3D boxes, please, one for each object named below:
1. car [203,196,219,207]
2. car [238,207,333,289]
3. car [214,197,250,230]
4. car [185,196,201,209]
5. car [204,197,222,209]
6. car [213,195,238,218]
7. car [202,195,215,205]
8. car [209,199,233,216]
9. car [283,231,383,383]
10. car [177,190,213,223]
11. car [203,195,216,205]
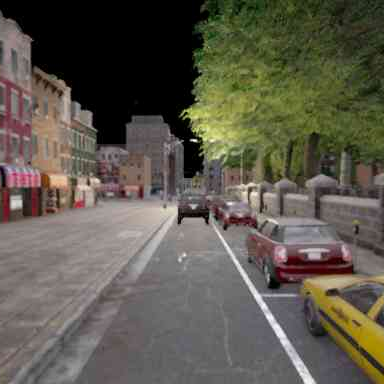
[{"bbox_3d":[2.623,1.308,47.205,2.008,1.369,4.403,-1,0,0],"label":"car"},{"bbox_3d":[2.622,1.379,9.053,1.967,1.590,4.097,-1,0,0],"label":"car"},{"bbox_3d":[2.621,1.314,19.953,1.967,1.590,4.097,-1,0,0],"label":"car"},{"bbox_3d":[0.101,1.278,42.244,1.837,1.490,4.892,0,0,0],"label":"car"},{"bbox_3d":[2.624,1.342,41.754,1.947,1.339,4.313,-1,0,0],"label":"car"},{"bbox_3d":[2.619,1.161,25.403,2.192,1.841,5.009,-1,0,0],"label":"car"},{"bbox_3d":[2.651,1.287,54.340,2.008,1.369,4.403,-1,0,0],"label":"car"},{"bbox_3d":[2.624,1.402,30.854,1.802,1.307,4.206,-1,0,0],"label":"car"},{"bbox_3d":[2.623,1.499,3.773,1.752,1.417,4.829,-1,0,0],"label":"car"},{"bbox_3d":[0.097,1.075,23.942,2.150,2.045,5.566,0,0,0],"label":"car"},{"bbox_3d":[2.675,1.267,52.366,1.752,1.417,4.829,-1,0,0],"label":"car"}]
